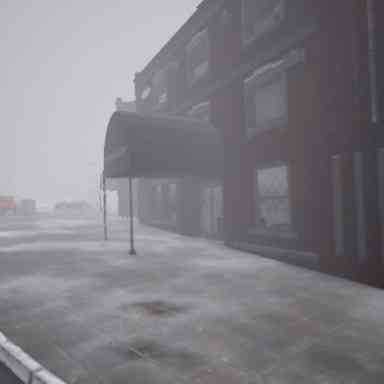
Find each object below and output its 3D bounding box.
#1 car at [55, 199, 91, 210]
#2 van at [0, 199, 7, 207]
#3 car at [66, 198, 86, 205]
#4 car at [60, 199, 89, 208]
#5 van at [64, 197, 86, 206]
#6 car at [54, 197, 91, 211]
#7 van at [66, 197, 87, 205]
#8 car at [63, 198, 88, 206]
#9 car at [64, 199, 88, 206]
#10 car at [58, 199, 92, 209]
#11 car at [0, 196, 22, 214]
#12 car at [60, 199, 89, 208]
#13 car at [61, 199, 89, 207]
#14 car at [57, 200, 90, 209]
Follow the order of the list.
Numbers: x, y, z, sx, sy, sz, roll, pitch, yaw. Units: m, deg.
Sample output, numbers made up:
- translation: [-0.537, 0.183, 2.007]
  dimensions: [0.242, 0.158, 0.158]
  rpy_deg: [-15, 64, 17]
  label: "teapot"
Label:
- translation: [-18.861, 1.934, 52.837]
  dimensions: [4.892, 1.521, 2.231]
  rpy_deg: [0, -1, -38]
  label: "car"
- translation: [-46.091, 2.638, 77.778]
  dimensions: [4.442, 1.987, 1.878]
  rpy_deg: [-2, 0, -38]
  label: "van"
- translation: [-30.039, 2.451, 86.210]
  dimensions: [4.553, 1.767, 2.185]
  rpy_deg: [0, -2, -38]
  label: "car"
- translation: [-22.572, 2.142, 63.965]
  dimensions: [4.892, 1.521, 2.231]
  rpy_deg: [0, -1, -39]
  label: "car"
- translation: [-27.317, 2.179, 77.806]
  dimensions: [4.442, 1.987, 1.878]
  rpy_deg: [0, -1, -38]
  label: "van"
- translation: [-17.015, 1.830, 47.274]
  dimensions: [4.892, 1.521, 2.231]
  rpy_deg: [0, -1, -38]
  label: "car"
- translation: [-28.997, 2.294, 83.522]
  dimensions: [4.442, 1.987, 1.878]
  rpy_deg: [0, -2, -38]
  label: "van"
- translation: [-25.344, 2.172, 72.332]
  dimensions: [4.553, 1.767, 2.185]
  rpy_deg: [0, -1, -38]
  label: "car"
- translation: [-28.161, 2.462, 80.659]
  dimensions: [5.008, 1.535, 2.097]
  rpy_deg: [0, -1, -38]
  label: "car"
- translation: [-20.585, 2.034, 58.520]
  dimensions: [5.366, 1.575, 1.946]
  rpy_deg: [0, -1, -38]
  label: "car"
- translation: [-21.281, 1.510, 38.823]
  dimensions: [2.150, 2.045, 5.566]
  rpy_deg: [-1, -1, -16]
  label: "car"
- translation: [-21.651, 2.129, 61.183]
  dimensions: [4.674, 1.452, 2.002]
  rpy_deg: [0, -1, -38]
  label: "car"
- translation: [-24.435, 2.246, 69.534]
  dimensions: [4.892, 1.521, 2.231]
  rpy_deg: [0, -1, -38]
  label: "car"
- translation: [-19.793, 2.025, 55.618]
  dimensions: [4.674, 1.452, 2.002]
  rpy_deg: [0, -1, -38]
  label: "car"
